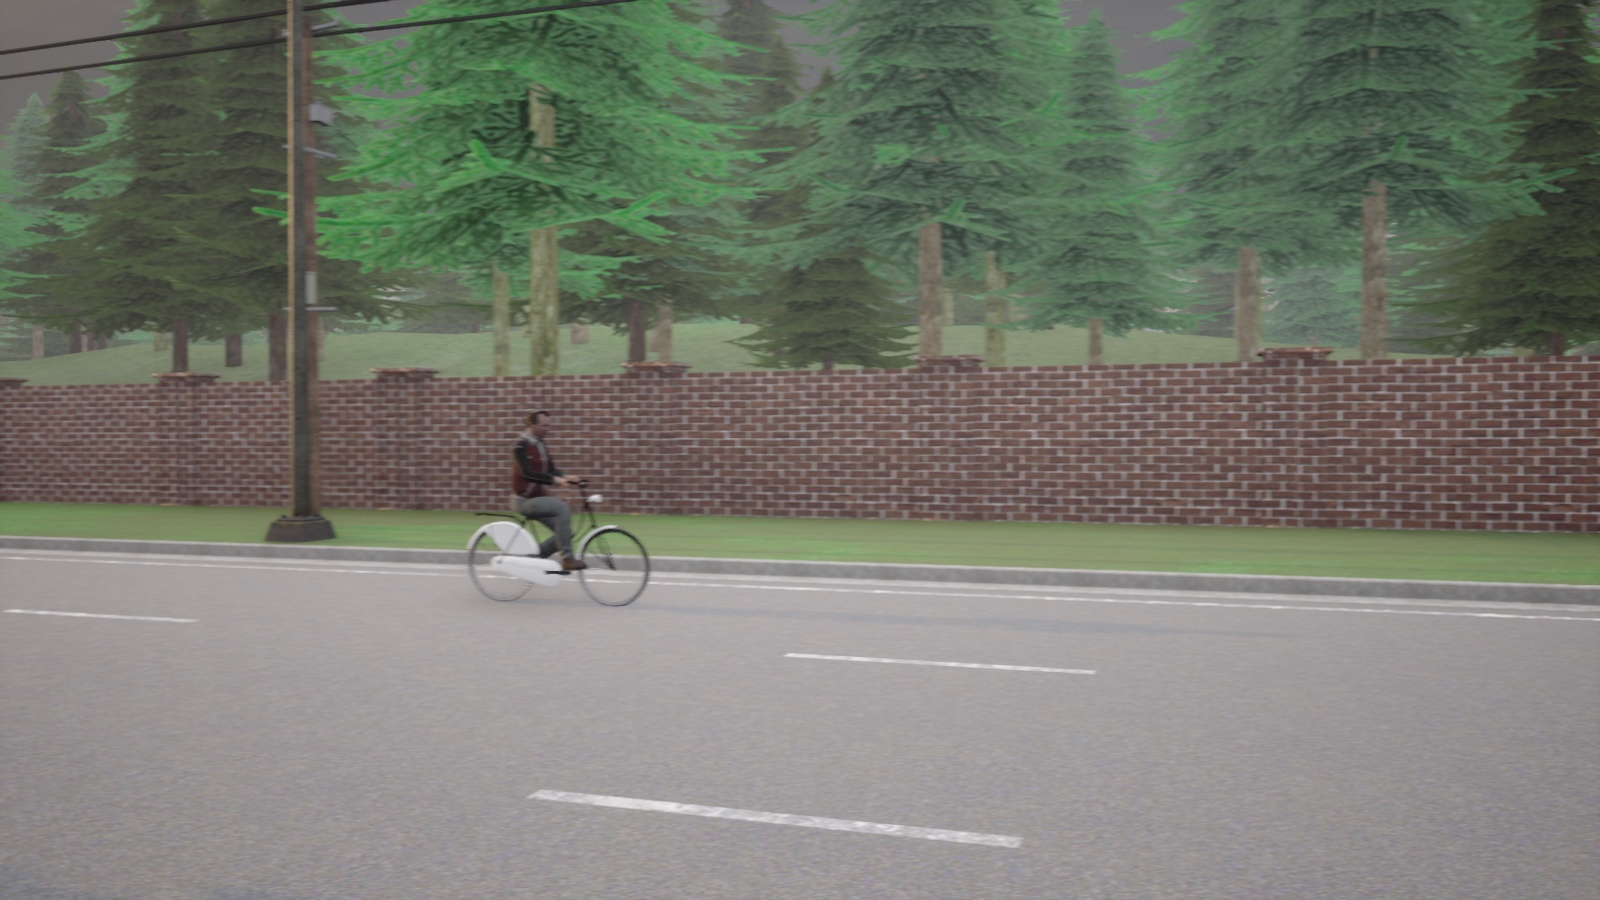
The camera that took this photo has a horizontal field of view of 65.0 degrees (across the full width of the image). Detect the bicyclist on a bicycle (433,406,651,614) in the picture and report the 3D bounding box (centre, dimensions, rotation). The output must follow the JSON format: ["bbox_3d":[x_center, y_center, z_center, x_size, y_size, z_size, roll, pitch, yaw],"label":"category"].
[{"bbox_3d":[-2.330,0.506,11.359,1.843,1.776,0.659,0,1,19],"label":"bicyclist on a bicycle"}]
